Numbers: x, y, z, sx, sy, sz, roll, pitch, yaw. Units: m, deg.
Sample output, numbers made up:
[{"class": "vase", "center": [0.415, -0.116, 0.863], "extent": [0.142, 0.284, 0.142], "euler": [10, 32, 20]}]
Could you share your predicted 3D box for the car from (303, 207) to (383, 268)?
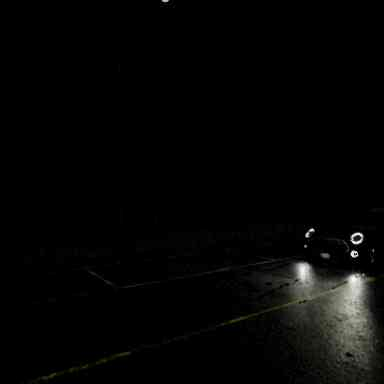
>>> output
[{"class": "car", "center": [5.883, 1.349, 11.425], "extent": [4.553, 1.767, 2.097], "euler": [0, 0, -35]}]
